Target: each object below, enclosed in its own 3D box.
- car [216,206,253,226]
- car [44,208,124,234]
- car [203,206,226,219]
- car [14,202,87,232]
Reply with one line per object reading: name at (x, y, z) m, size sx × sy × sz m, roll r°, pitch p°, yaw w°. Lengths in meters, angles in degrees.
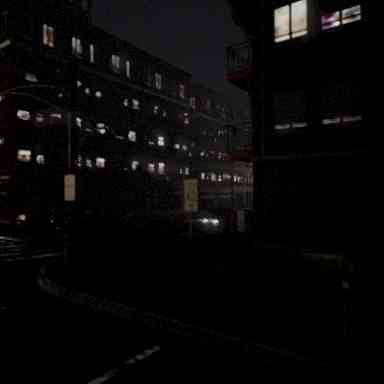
car at (4.040, 2.061, 27.371) m, size 1.802 × 1.307 × 4.206 m, roll -2°, pitch -2°, yaw 35°
car at (-6.831, 1.911, 21.873) m, size 1.895 × 1.301 × 4.718 m, roll 0°, pitch -1°, yaw 35°
car at (2.992, 2.187, 35.876) m, size 1.994 × 1.385 × 4.181 m, roll 0°, pitch -1°, yaw 35°
car at (-9.355, 1.625, 22.808) m, size 2.192 × 1.841 × 5.009 m, roll -2°, pitch -2°, yaw 35°
